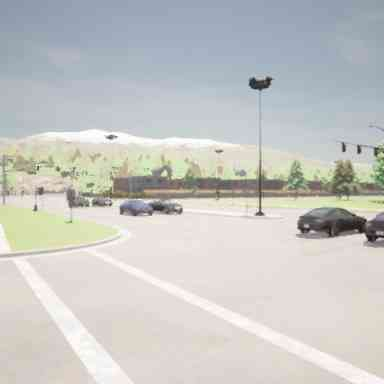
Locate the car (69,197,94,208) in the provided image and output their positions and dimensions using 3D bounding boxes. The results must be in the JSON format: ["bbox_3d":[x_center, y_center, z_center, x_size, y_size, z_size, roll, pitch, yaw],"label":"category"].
[{"bbox_3d":[-15.859,1.461,46.759,1.837,1.490,4.892,0,-1,-35],"label":"car"}]

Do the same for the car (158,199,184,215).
[{"bbox_3d":[-2.724,1.459,34.103,2.128,1.511,4.902,0,0,-35],"label":"car"}]

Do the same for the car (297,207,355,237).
[{"bbox_3d":[7.514,1.509,17.771,4.674,1.442,1.812,0,0,-36],"label":"car"}]

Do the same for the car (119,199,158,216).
[{"bbox_3d":[-5.430,1.495,31.898,1.812,1.442,4.674,0,0,-36],"label":"car"}]

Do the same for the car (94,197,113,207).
[{"bbox_3d":[-13.263,1.445,49.159,2.128,1.511,4.902,0,0,-35],"label":"car"}]

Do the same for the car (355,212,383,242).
[{"bbox_3d":[9.526,1.512,14.893,4.674,1.442,1.812,0,0,-36],"label":"car"}]
